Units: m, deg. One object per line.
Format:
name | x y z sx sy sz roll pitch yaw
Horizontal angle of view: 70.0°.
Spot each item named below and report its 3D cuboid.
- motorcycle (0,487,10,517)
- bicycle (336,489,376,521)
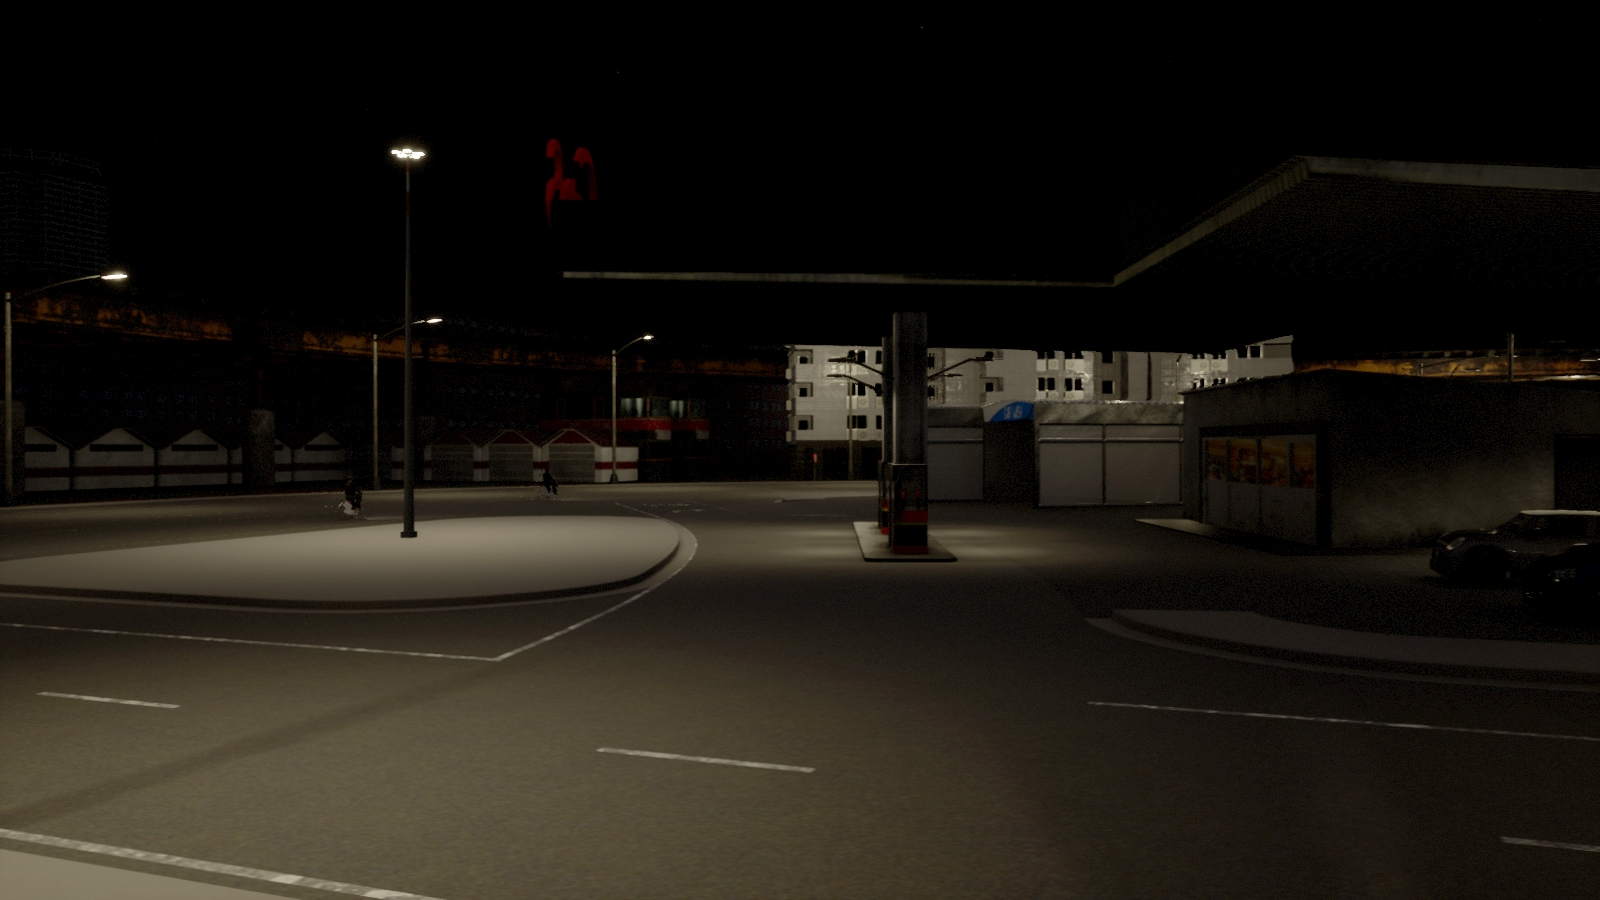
motorcycle | -33.666 2.172 46.943 0.856 1.236 1.805 0 0 19
bicycle | -17.557 2.159 45.176 0.329 1.196 1.835 0 0 20
